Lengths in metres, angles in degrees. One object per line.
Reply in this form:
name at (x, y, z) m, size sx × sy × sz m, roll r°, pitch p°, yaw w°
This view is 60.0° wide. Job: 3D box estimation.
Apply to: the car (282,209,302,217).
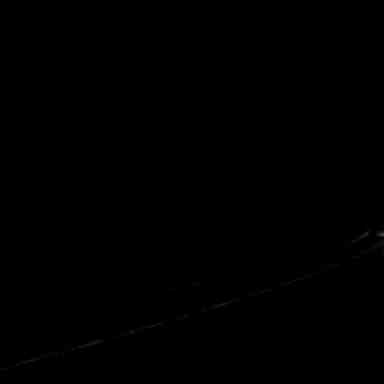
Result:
car at (19.462, 4.040, 64.902) m, size 2.128 × 1.511 × 4.902 m, roll -2°, pitch -3°, yaw -14°
